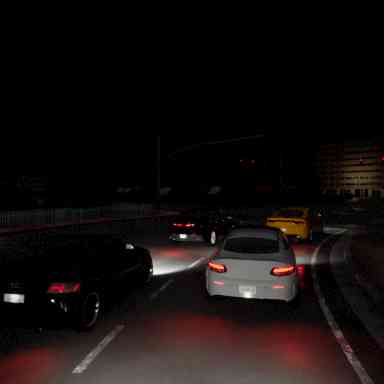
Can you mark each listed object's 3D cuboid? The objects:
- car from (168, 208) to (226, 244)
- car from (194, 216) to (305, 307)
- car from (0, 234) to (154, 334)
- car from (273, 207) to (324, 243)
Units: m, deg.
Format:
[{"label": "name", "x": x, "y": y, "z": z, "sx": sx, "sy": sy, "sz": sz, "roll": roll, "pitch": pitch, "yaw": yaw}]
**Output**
[{"label": "car", "x": 0.611, "y": 1.505, "z": 15.397, "sx": 1.837, "sy": 1.490, "sz": 4.892, "roll": 0, "pitch": 0, "yaw": 23}, {"label": "car", "x": 1.525, "y": 1.526, "z": 7.989, "sx": 1.812, "sy": 1.442, "sz": 4.674, "roll": 0, "pitch": 0, "yaw": 14}, {"label": "car", "x": -2.267, "y": 1.564, "z": 6.962, "sx": 1.994, "sy": 1.385, "sz": 4.181, "roll": 0, "pitch": 0, "yaw": 11}, {"label": "car", "x": 5.210, "y": 1.478, "z": 16.499, "sx": 1.882, "sy": 1.535, "sz": 5.008, "roll": 0, "pitch": 0, "yaw": 30}]
